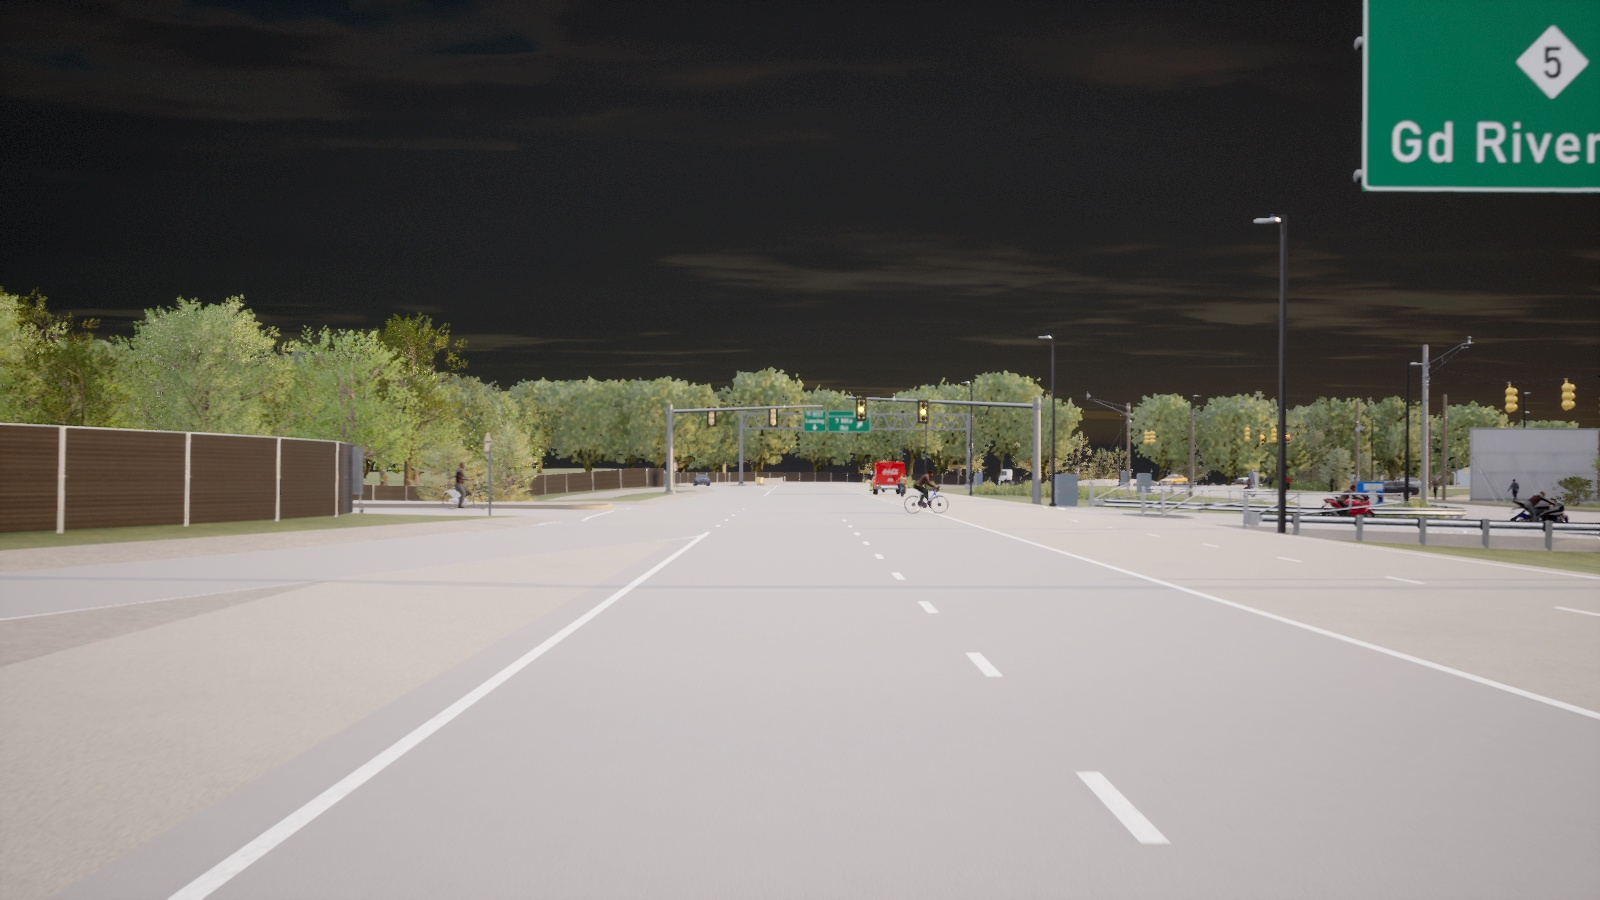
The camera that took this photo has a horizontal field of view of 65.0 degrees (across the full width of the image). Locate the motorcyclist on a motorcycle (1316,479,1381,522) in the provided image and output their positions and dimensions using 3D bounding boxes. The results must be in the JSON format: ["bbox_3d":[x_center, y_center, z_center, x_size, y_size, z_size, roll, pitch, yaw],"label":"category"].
[{"bbox_3d":[20.375,1.877,46.667,2.044,1.523,0.797,1,-1,0],"label":"motorcyclist on a motorcycle"}]

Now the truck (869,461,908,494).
[{"bbox_3d":[6.762,2.117,96.333,2.627,2.467,5.204,0,-1,0],"label":"truck"}]

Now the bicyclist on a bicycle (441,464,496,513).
[{"bbox_3d":[-12.275,1.429,46.514,1.843,1.776,0.659,-1,-1,-1],"label":"bicyclist on a bicycle"}]

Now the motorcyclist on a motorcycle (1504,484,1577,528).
[{"bbox_3d":[27.586,2.073,46.777,2.191,1.530,0.866,-1,-1,-2],"label":"motorcyclist on a motorcycle"}]

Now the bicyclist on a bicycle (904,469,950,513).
[{"bbox_3d":[4.710,1.525,46.615,1.656,1.620,0.582,0,-1,0],"label":"bicyclist on a bicycle"}]
